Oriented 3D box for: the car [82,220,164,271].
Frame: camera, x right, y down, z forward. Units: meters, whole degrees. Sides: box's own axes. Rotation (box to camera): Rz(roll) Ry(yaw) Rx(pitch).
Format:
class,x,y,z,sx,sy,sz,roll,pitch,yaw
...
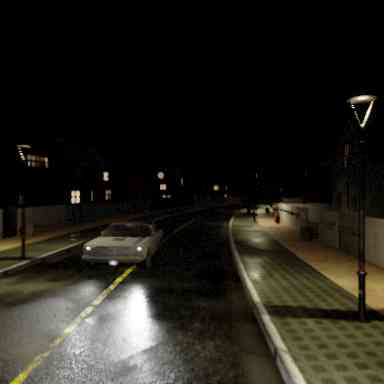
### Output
class,x,y,z,sx,sy,sz,roll,pitch,yaw
car,-2.136,1.697,11.485,1.895,1.301,4.718,0,0,2
